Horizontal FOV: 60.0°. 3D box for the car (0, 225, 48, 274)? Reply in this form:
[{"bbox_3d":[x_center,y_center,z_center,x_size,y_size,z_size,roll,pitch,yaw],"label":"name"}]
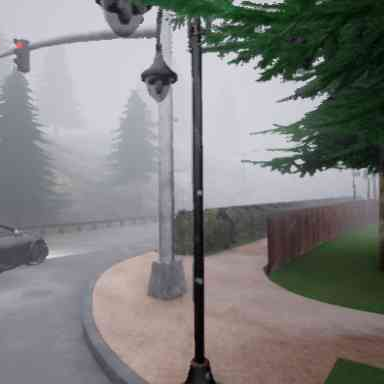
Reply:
[{"bbox_3d":[-5.657,1.508,8.797,1.994,1.385,4.181,-1,0,6],"label":"car"}]

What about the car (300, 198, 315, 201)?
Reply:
[{"bbox_3d":[13.975,1.447,39.769,1.837,1.490,4.892,-1,0,33],"label":"car"}]
